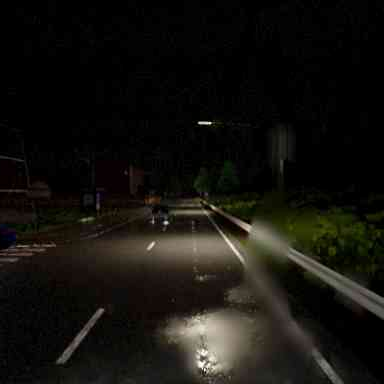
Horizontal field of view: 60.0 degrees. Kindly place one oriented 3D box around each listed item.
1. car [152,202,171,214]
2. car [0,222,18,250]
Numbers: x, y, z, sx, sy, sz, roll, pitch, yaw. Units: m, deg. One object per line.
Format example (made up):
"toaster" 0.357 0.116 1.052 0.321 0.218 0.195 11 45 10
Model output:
"car" -3.574 1.875 39.029 1.895 1.301 4.718 0 0 0
"car" -9.110 1.559 11.989 5.008 1.535 1.882 0 2 -21
